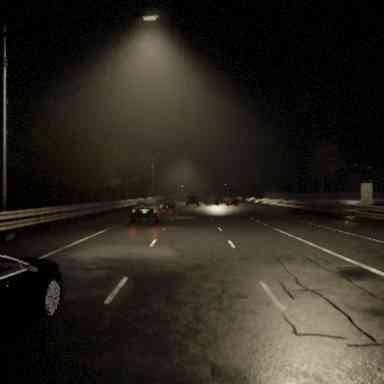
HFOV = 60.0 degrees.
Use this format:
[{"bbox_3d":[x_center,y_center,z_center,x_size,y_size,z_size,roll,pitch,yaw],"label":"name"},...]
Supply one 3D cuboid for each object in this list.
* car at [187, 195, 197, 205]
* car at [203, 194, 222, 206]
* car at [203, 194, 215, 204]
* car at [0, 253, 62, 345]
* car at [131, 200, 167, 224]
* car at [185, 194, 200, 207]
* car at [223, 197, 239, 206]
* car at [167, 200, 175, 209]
[{"bbox_3d":[0.001,1.613,68.288,2.097,1.767,4.553,0,0,0],"label":"car"},{"bbox_3d":[3.503,1.567,58.083,2.097,1.767,4.553,0,0,0],"label":"car"},{"bbox_3d":[3.502,1.423,68.147,2.150,2.045,5.566,0,0,0],"label":"car"},{"bbox_3d":[-3.401,1.509,4.483,2.128,1.511,4.902,0,0,0],"label":"car"},{"bbox_3d":[-3.401,1.449,25.963,2.097,1.767,4.553,0,0,0],"label":"car"},{"bbox_3d":[0.101,1.428,55.895,2.150,2.045,5.566,0,0,0],"label":"car"},{"bbox_3d":[7.003,1.814,58.142,1.895,1.301,4.718,0,0,0],"label":"car"},{"bbox_3d":[-3.401,1.779,48.135,1.895,1.301,4.718,0,0,0],"label":"car"}]
